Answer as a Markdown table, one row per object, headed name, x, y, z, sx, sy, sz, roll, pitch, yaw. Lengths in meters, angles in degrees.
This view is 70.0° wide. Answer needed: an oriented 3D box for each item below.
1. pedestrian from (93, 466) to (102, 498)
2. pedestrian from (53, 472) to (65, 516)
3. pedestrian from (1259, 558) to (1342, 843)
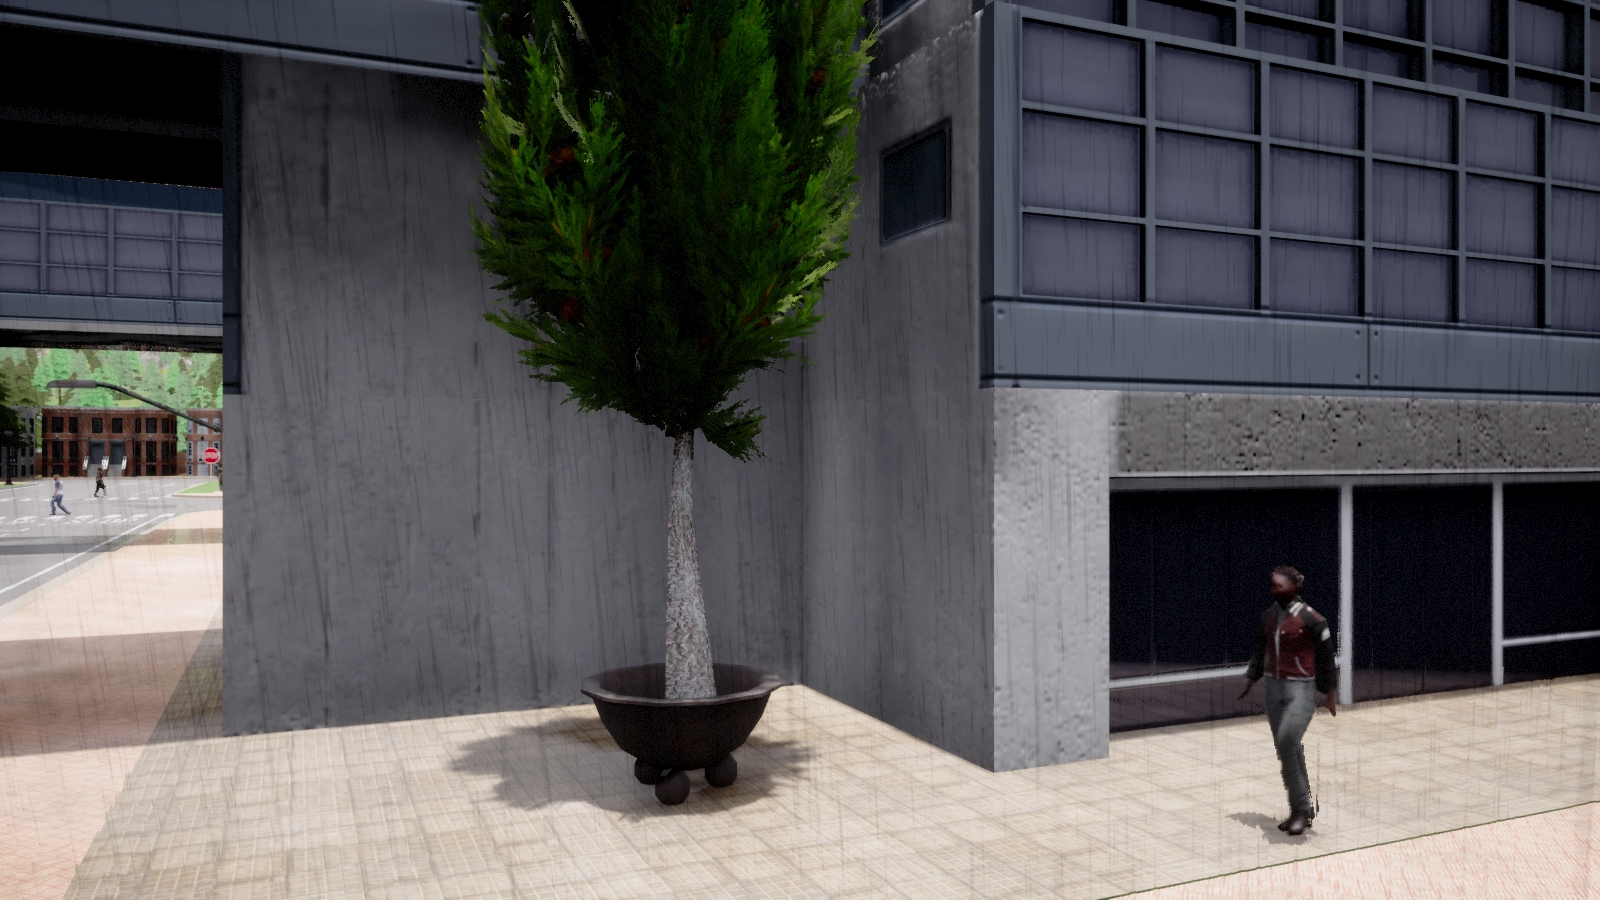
| name | x | y | z | sx | sy | sz | roll | pitch | yaw |
| --- | --- | --- | --- | --- | --- | --- | --- | --- | --- |
| pedestrian | -40.575 | 1.837 | 66.000 | 0.375 | 1.860 | 0.375 | 0 | 0 | -24 |
| pedestrian | -31.364 | 1.848 | 48.378 | 0.375 | 1.860 | 0.375 | 0 | 0 | -24 |
| pedestrian | 3.460 | 1.698 | 7.900 | 0.375 | 1.860 | 0.375 | 0 | 0 | -28 |
